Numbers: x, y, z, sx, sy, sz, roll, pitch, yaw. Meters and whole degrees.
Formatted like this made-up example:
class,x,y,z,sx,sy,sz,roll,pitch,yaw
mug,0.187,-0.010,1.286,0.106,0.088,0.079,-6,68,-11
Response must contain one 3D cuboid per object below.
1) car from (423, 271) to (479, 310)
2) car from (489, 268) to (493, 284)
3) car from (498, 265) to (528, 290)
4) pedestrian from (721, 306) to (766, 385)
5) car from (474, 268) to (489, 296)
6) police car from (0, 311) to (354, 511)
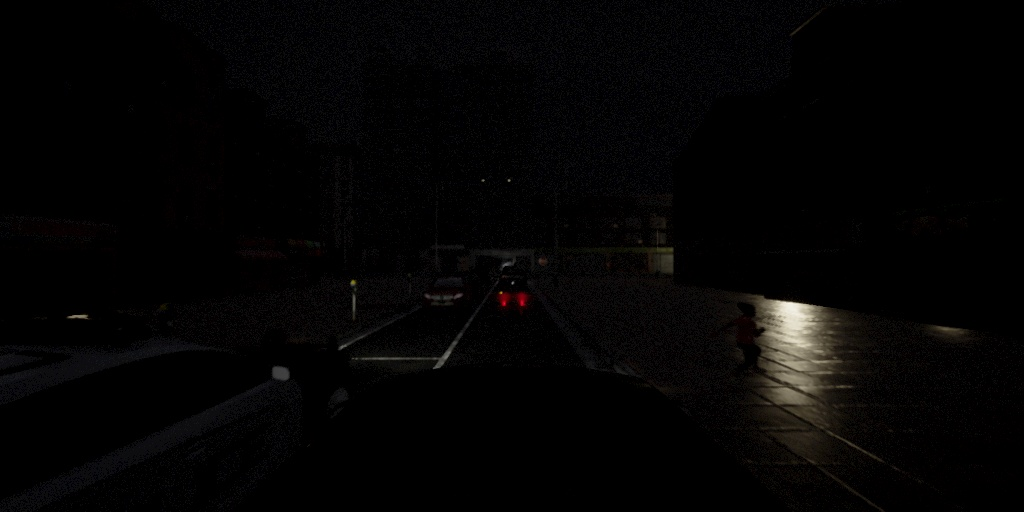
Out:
class,x,y,z,sx,sy,sz,roll,pitch,yaw
car,-2.632,1.507,15.509,1.802,1.307,4.207,0,0,0
car,-2.625,1.698,31.864,1.948,1.339,4.313,0,0,0
car,0.078,1.540,25.187,2.128,1.511,4.902,0,-1,1
pedestrian,3.419,0.939,5.274,0.375,1.860,0.375,0,-1,0
car,-2.629,1.560,20.961,1.948,1.339,4.313,0,0,0
police car,-2.750,1.183,2.269,1.930,1.638,5.238,0,-1,0
